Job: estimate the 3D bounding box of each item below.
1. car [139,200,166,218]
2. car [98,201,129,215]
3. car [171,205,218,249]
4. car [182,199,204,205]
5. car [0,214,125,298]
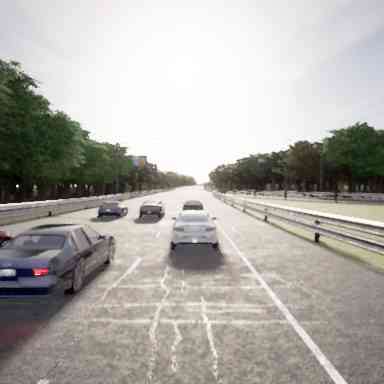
[{"bbox_3d":[-3.406,1.395,28.970,2.128,1.511,4.902,0,1,0],"label":"car"},{"bbox_3d":[-6.906,1.463,29.449,1.994,1.385,4.181,0,1,0],"label":"car"},{"bbox_3d":[0.097,1.506,14.298,1.812,1.442,4.674,0,0,0],"label":"car"},{"bbox_3d":[0.094,1.366,30.574,1.882,1.535,5.008,0,1,0],"label":"car"},{"bbox_3d":[-3.403,1.536,8.664,2.033,1.411,5.357,0,0,0],"label":"car"}]
